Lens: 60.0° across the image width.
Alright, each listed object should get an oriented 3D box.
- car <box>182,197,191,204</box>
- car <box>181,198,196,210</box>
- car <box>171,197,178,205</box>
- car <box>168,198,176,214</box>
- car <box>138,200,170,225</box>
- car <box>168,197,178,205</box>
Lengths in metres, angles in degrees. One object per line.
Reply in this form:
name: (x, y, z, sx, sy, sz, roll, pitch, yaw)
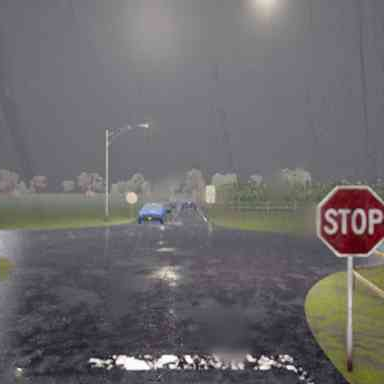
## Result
car: (-1.299, 1.921, 73.435, 1.994, 1.385, 4.181, 0, 0, -2)
car: (-0.484, 1.605, 48.531, 2.097, 1.767, 4.553, 0, 0, -1)
car: (-3.486, 1.871, 51.910, 1.895, 1.301, 4.718, 0, 0, -1)
car: (-3.220, 1.752, 38.328, 2.033, 1.411, 5.357, 0, 0, -1)
car: (-3.025, 1.619, 25.959, 1.882, 1.535, 5.008, 0, -1, -1)
car: (-3.862, 1.876, 67.684, 1.837, 1.490, 4.892, 0, 0, -2)
